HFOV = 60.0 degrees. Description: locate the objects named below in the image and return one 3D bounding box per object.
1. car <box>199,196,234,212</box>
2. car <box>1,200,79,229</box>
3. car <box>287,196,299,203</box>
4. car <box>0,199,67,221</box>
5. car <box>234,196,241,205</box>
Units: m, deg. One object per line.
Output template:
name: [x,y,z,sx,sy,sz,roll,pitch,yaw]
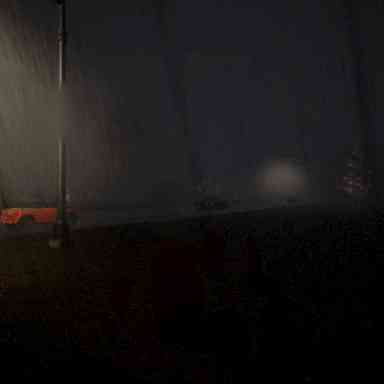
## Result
car: [2.825,1.367,40.236,2.097,1.767,4.553,1,0,34]
car: [-9.667,1.301,21.597,2.097,1.767,4.553,1,0,34]
car: [21.565,1.626,70.965,2.033,1.411,5.357,0,0,26]
car: [-13.518,1.450,28.452,2.128,1.511,4.902,1,1,34]
car: [7.058,1.543,59.152,2.128,1.511,4.902,1,1,34]
